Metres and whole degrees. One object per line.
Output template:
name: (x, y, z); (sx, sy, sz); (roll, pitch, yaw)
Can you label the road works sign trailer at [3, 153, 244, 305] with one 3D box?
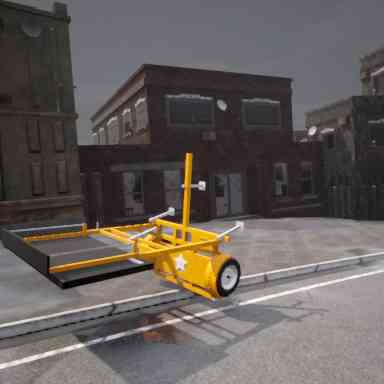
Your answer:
road works sign trailer: (-1.064, 0.690, 5.834); (3.560, 2.880, 2.380); (-2, 7, -44)
